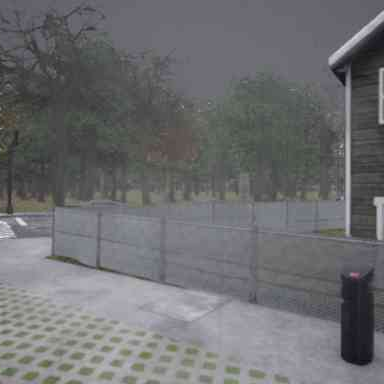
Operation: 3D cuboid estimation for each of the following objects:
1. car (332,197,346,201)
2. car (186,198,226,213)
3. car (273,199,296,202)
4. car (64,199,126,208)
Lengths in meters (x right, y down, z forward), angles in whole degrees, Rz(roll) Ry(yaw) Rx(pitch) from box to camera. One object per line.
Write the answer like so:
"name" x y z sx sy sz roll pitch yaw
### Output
"car" 18.369 1.343 40.165 4.892 1.490 1.837 0 0 -31
"car" 0.910 1.318 29.654 4.902 1.511 2.128 0 0 -31
"car" 9.506 1.397 34.848 4.181 1.385 1.994 0 0 -31
"car" -7.278 1.313 24.659 4.902 1.511 2.128 0 0 -32
